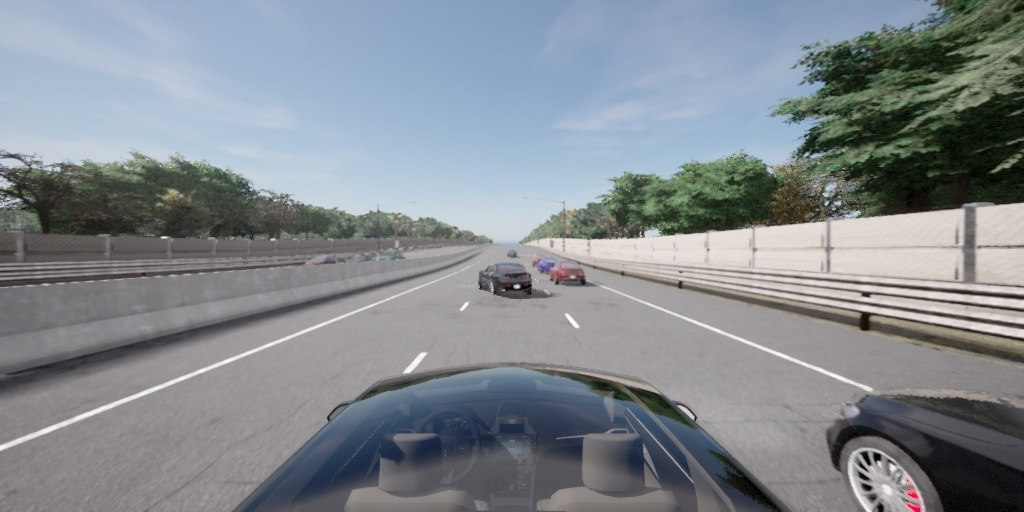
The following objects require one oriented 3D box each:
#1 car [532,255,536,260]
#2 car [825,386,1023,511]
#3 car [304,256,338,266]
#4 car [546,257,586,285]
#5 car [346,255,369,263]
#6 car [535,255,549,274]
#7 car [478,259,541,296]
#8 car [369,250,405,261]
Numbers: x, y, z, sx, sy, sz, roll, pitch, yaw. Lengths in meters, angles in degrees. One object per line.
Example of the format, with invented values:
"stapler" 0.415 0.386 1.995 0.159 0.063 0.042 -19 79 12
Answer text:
"car" 3.502 0.572 44.961 1.812 1.442 4.674 0 2 0
"car" 3.501 1.284 0.972 1.812 1.442 4.674 0 1 0
"car" -21.077 0.718 39.860 1.812 1.442 4.674 0 2 0
"car" 3.501 1.012 22.976 1.812 1.442 4.674 0 1 0
"car" -17.576 0.644 41.735 1.837 1.490 4.892 0 2 0
"car" 3.502 0.852 33.972 1.812 1.442 4.674 0 1 0
"car" -0.420 1.055 17.967 1.837 1.490 4.892 -3 2 -16
"car" -14.080 0.370 41.497 2.150 2.045 5.566 0 2 0
